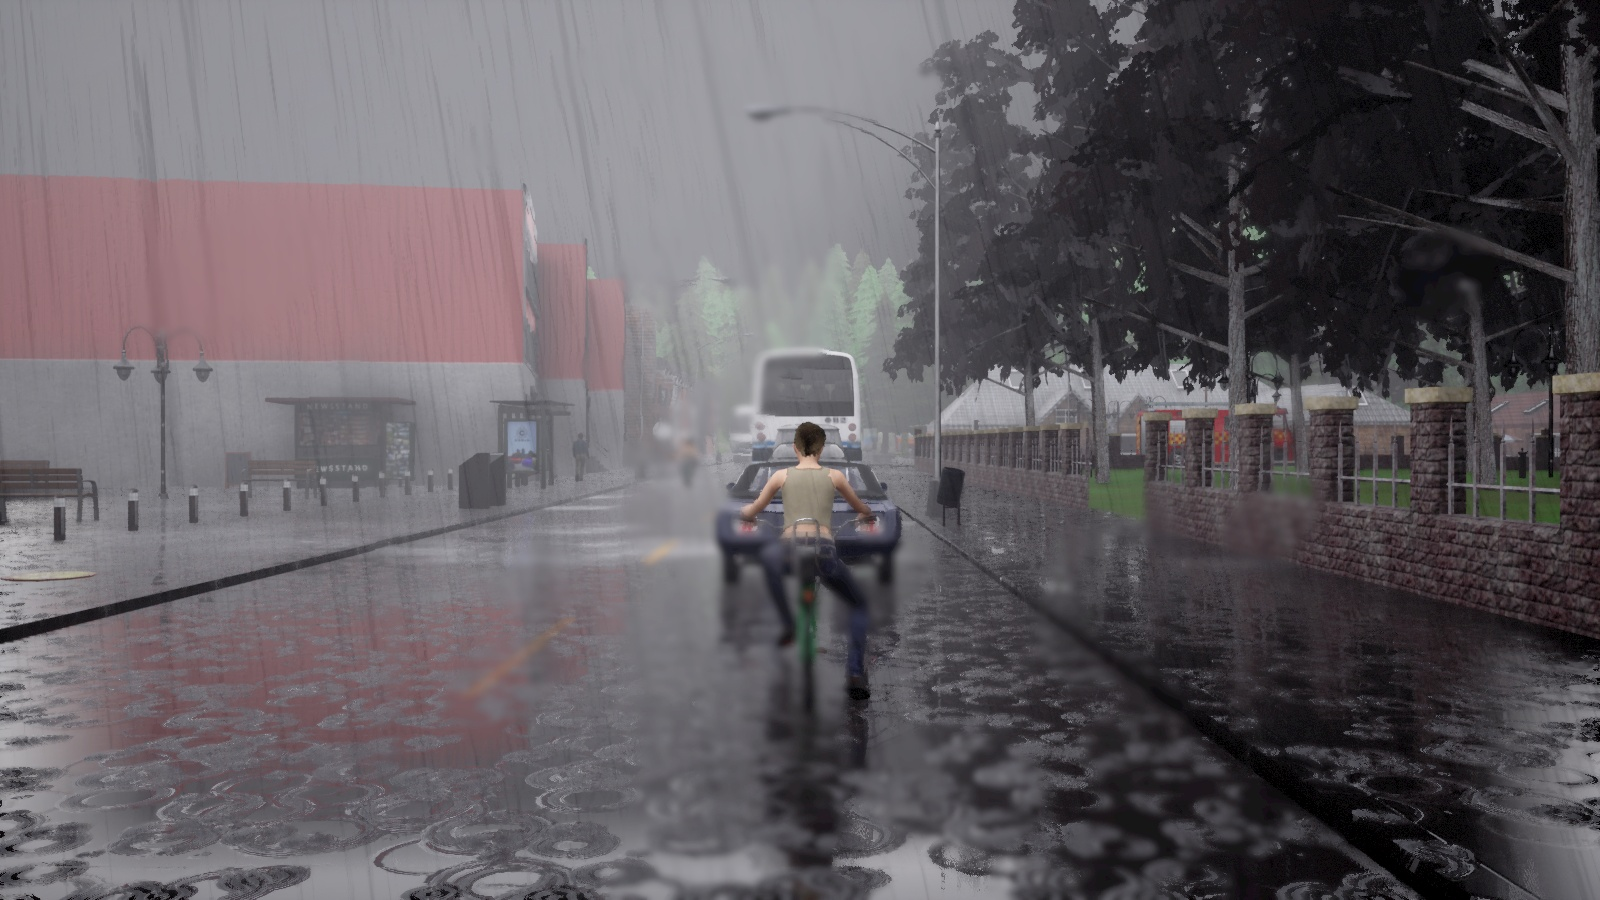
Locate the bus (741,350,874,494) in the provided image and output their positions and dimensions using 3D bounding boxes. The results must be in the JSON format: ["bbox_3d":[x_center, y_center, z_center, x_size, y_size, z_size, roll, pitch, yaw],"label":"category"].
[{"bbox_3d":[0.289,-0.869,42.315,3.944,4.253,10.273,0,0,1],"label":"bus"}]

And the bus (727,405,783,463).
[{"bbox_3d":[-3.348,-1.181,97.211,3.944,4.253,10.273,0,0,0],"label":"bus"}]

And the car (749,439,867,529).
[{"bbox_3d":[0.156,0.560,23.591,2.007,1.525,4.514,0,0,0],"label":"car"}]

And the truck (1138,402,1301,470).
[{"bbox_3d":[24.151,-0.808,72.529,8.468,3.827,2.891,0,0,-1],"label":"truck"}]

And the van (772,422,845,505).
[{"bbox_3d":[0.217,0.315,32.578,1.775,1.987,4.442,0,0,0],"label":"van"}]

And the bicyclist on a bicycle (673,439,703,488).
[{"bbox_3d":[-3.717,0.444,41.756,0.866,1.612,1.509,0,0,1],"label":"bicyclist on a bicycle"}]

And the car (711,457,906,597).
[{"bbox_3d":[0.096,0.765,14.566,1.895,1.301,4.718,0,0,0],"label":"car"}]

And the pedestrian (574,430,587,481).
[{"bbox_3d":[-7.963,0.193,45.548,0.370,1.835,0.726,0,0,0],"label":"pedestrian"}]

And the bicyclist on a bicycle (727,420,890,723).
[{"bbox_3d":[0.050,0.641,7.436,0.866,1.612,1.509,0,0,0],"label":"bicyclist on a bicycle"}]
